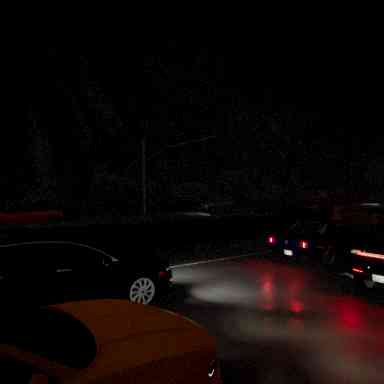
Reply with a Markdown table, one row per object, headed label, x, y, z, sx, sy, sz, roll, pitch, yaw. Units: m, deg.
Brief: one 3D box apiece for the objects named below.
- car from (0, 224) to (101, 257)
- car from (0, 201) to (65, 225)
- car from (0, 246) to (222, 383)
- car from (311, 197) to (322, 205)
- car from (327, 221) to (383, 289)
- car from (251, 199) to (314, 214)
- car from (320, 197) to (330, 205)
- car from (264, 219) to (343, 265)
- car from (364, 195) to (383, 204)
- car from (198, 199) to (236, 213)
| label | x | y | z | sx | sy | sz | roll | pitch | yaw |
| --- | --- | --- | --- | --- | --- | --- | --- | --- | --- |
| car | -2.653 | 1.505 | 6.152 | 4.892 | 1.490 | 1.837 | 0 | 0 | -36 |
| car | -9.638 | 1.349 | 18.636 | 4.553 | 1.767 | 2.097 | 0 | 0 | -36 |
| car | -2.002 | 1.477 | 2.296 | 5.008 | 1.535 | 1.882 | 0 | 0 | -36 |
| car | 10.798 | 1.490 | 33.683 | 4.181 | 1.385 | 1.994 | 0 | 0 | -36 |
| car | 5.646 | 1.483 | 7.920 | 4.902 | 1.511 | 2.128 | 0 | 0 | -36 |
| car | 7.113 | 1.512 | 26.606 | 5.357 | 1.411 | 2.033 | 0 | 0 | -36 |
| car | 17.845 | 1.416 | 47.595 | 4.181 | 1.385 | 1.994 | 0 | 0 | -36 |
| car | 4.787 | 1.591 | 11.626 | 4.718 | 1.301 | 1.895 | 0 | 0 | -36 |
| car | 32.025 | 1.234 | 58.003 | 5.008 | 1.535 | 1.882 | 0 | 0 | -36 |
| car | 2.772 | 1.477 | 36.456 | 4.674 | 1.442 | 1.812 | 0 | 0 | -36 |
